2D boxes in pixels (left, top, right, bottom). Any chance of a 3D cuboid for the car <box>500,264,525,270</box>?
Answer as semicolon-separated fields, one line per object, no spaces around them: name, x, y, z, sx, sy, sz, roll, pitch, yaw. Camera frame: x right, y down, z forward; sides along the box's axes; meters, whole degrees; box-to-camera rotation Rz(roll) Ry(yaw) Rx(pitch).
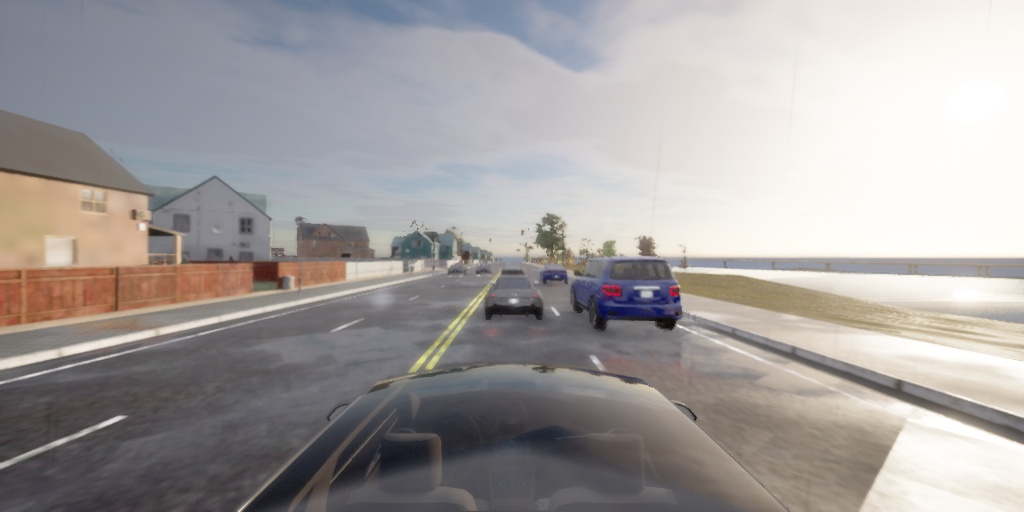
car;0.062;1.394;29.172;1.882;1.535;5.008;0;0;0

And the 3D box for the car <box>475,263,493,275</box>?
car;-3.346;1.581;44.353;1.994;1.385;4.181;0;0;0

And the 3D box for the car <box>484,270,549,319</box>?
car;0.067;1.381;13.166;1.994;1.385;4.181;0;0;0

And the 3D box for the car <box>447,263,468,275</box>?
car;-6.599;1.578;43.793;1.994;1.385;4.181;0;0;0

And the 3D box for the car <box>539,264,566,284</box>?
car;3.312;1.394;29.137;1.882;1.535;5.008;0;0;0

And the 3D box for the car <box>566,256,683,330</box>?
car;3.308;1.030;11.426;2.150;2.045;5.566;0;0;0
